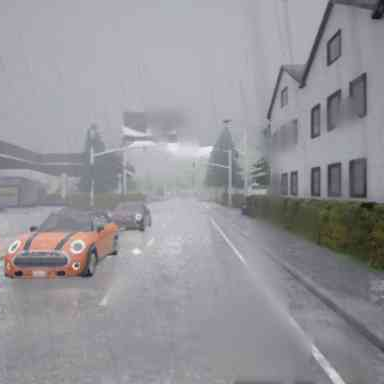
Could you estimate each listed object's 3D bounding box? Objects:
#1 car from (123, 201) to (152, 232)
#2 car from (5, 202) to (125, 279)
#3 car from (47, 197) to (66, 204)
[{"bbox_3d":[-3.688,1.360,19.965,2.097,1.767,4.553,0,0,0],"label":"car"},{"bbox_3d":[-3.649,1.359,10.165,2.097,1.767,4.553,0,0,0],"label":"car"},{"bbox_3d":[-22.550,1.711,57.471,4.611,1.667,2.242,0,0,-1],"label":"car"}]
